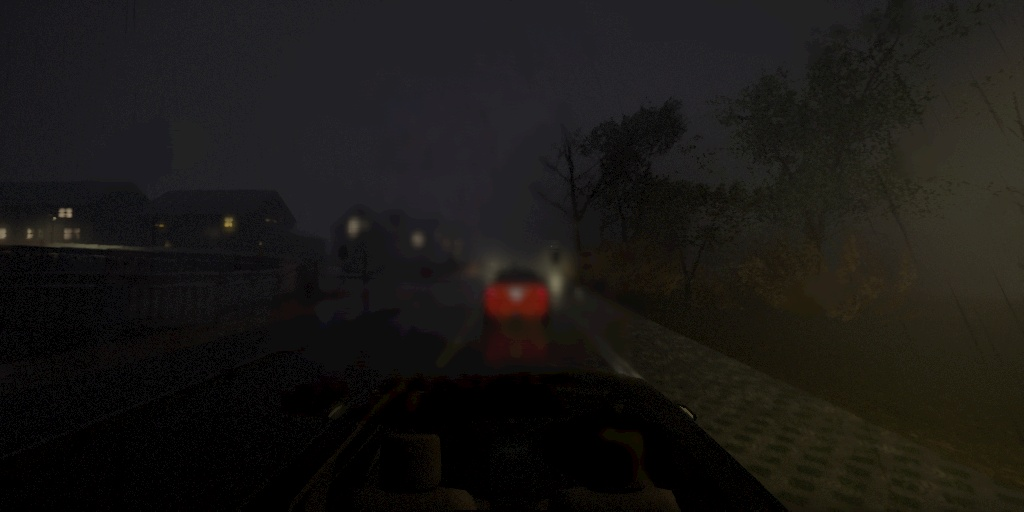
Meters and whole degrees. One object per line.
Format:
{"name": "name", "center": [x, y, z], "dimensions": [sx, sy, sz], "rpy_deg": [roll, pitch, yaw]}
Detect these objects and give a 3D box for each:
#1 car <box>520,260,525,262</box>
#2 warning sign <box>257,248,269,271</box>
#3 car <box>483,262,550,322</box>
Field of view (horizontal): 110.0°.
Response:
{"name": "car", "center": [0.324, 1.781, 55.754], "dimensions": [2.097, 1.767, 4.553], "rpy_deg": [0, -1, 7]}
{"name": "warning sign", "center": [-19.390, 0.266, 27.906], "dimensions": [1.060, 1.860, 1.300], "rpy_deg": [0, 0, 1]}
{"name": "car", "center": [0.218, 1.218, 13.060], "dimensions": [2.097, 1.767, 4.553], "rpy_deg": [0, -1, 2]}
